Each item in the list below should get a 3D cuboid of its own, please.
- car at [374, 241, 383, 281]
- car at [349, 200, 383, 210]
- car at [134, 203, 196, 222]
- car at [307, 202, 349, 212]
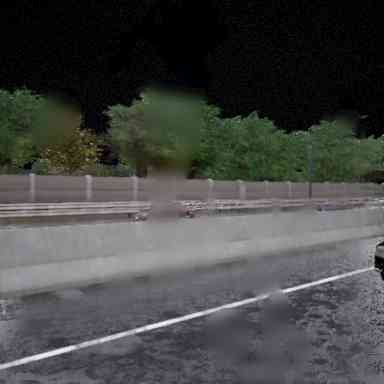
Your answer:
[{"bbox_3d":[6.499,1.486,8.384,4.902,1.511,2.128,0,0,-36],"label":"car"},{"bbox_3d":[15.656,1.491,28.051,4.892,1.490,1.837,0,0,-35],"label":"car"},{"bbox_3d":[-1.885,1.520,24.146,4.674,1.442,1.812,0,0,-35],"label":"car"},{"bbox_3d":[12.544,1.588,30.134,4.718,1.301,1.895,0,0,-35],"label":"car"}]
